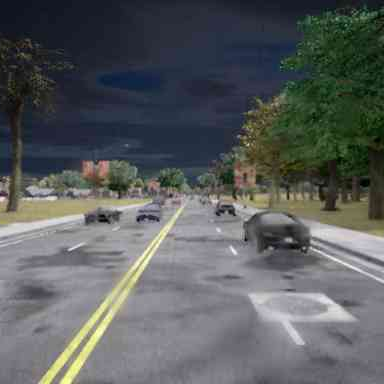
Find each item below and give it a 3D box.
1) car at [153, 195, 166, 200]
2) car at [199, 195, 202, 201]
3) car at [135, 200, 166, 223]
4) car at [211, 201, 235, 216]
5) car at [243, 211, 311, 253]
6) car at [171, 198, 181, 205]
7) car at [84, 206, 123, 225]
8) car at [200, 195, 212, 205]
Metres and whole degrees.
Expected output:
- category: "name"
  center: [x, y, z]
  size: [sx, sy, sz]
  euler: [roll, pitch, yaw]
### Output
- category: "car"
  center: [-6.512, 1.640, 66.792]
  size: [2.150, 2.045, 5.566]
  euler: [0, 0, 0]
- category: "car"
  center: [3.243, 2.008, 81.560]
  size: [1.801, 1.575, 5.366]
  euler: [0, -1, 0]
- category: "car"
  center: [-3.351, 1.678, 27.382]
  size: [2.033, 1.411, 5.357]
  euler: [0, 0, 0]
- category: "car"
  center: [3.347, 1.677, 34.588]
  size: [1.837, 1.490, 4.892]
  euler: [0, 0, 0]
- category: "car"
  center: [3.349, 1.536, 14.000]
  size: [1.882, 1.535, 5.008]
  euler: [0, 0, 0]
- category: "car"
  center: [-3.257, 1.889, 68.608]
  size: [1.882, 1.535, 5.008]
  euler: [0, 0, 0]
- category: "car"
  center: [-6.602, 1.719, 25.181]
  size: [1.895, 1.301, 4.718]
  euler: [0, 0, 0]
- category: "car"
  center: [3.244, 1.996, 70.369]
  size: [2.033, 1.411, 5.357]
  euler: [0, -1, 0]
